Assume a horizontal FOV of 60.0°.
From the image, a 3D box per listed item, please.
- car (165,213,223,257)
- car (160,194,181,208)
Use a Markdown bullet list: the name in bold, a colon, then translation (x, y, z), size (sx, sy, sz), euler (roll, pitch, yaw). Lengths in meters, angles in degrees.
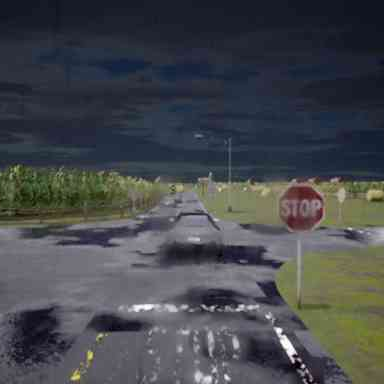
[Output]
- **car**: translation (0.082, 1.499, 12.701), size (1.994, 1.385, 4.181), euler (0, 0, 0)
- **car**: translation (-2.866, 1.179, 41.451), size (2.128, 1.511, 4.902), euler (0, 0, 0)
